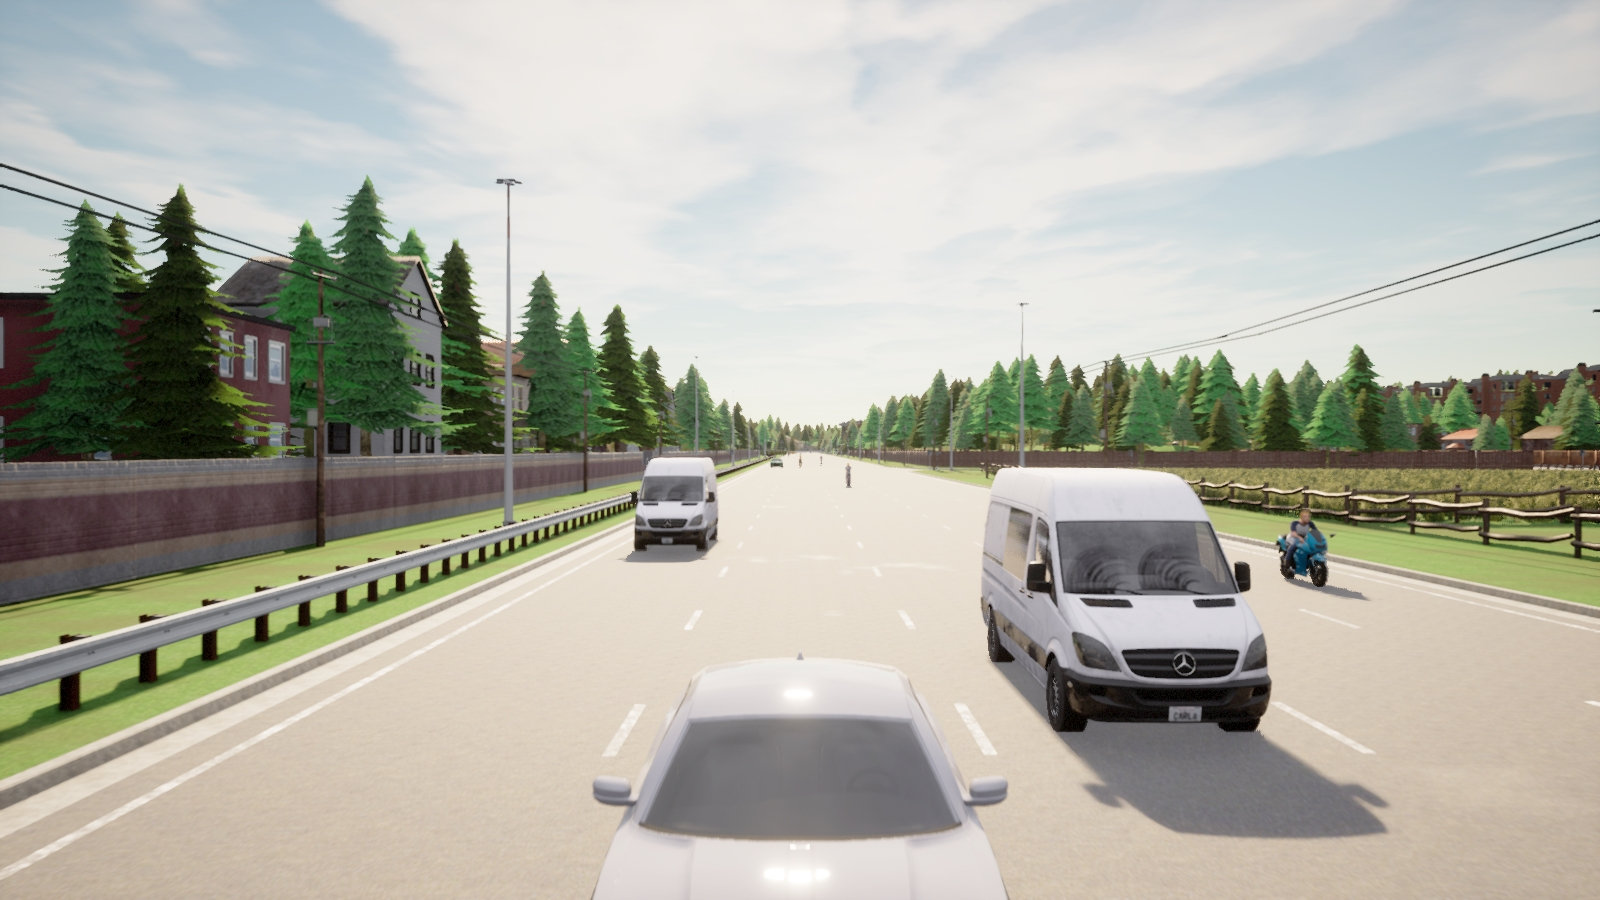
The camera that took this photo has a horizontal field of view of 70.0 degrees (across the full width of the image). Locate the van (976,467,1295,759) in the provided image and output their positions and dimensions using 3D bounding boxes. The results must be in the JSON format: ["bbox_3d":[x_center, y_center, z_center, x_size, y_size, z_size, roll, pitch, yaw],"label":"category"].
[{"bbox_3d":[3.499,1.523,13.330,1.988,2.561,5.915,0,0,0],"label":"van"}]

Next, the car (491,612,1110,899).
[{"bbox_3d":[0.001,2.028,6.371,2.097,1.535,5.006,0,0,0],"label":"car"}]

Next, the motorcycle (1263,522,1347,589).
[{"bbox_3d":[10.443,2.167,23.719,0.803,1.199,2.033,0,0,-1],"label":"motorcycle"}]

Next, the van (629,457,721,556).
[{"bbox_3d":[-3.498,1.509,33.001,1.988,2.561,5.915,0,0,0],"label":"van"}]
